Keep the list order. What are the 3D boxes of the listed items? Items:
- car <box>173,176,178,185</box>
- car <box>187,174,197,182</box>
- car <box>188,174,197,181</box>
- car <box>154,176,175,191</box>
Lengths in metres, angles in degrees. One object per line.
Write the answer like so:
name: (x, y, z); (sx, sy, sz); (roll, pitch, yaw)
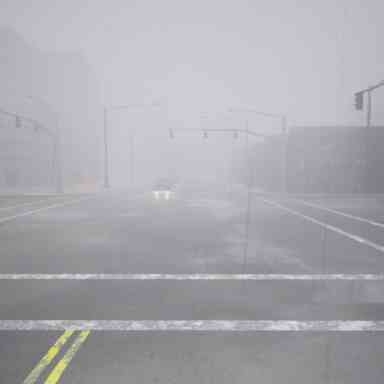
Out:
car: (-3.539, -1.645, 51.249); (1.837, 1.490, 4.892); (0, 4, 0)
car: (0.083, -2.899, 70.357); (1.812, 1.442, 4.674); (0, 4, 0)
car: (0.087, -3.613, 81.083); (2.128, 1.511, 4.902); (0, 4, 0)
car: (-3.554, -0.925, 41.342); (1.994, 1.385, 4.181); (0, 4, 0)
